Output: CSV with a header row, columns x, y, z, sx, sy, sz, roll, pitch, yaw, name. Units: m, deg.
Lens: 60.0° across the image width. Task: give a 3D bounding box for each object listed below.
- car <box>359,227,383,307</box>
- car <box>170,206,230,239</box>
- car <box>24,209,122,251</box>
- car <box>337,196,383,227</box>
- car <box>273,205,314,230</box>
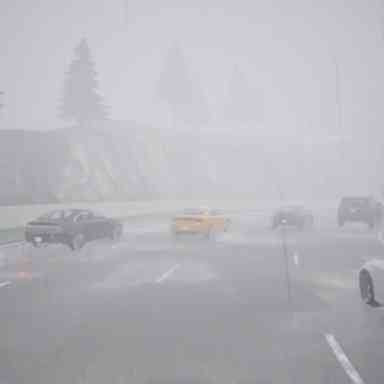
x,y,z,sx,sy,sz,roll,pitch,yaw,name
4.189,1.564,5.040,1.812,1.442,4.674,0,0,7,car
0.584,1.476,17.492,1.882,1.535,5.008,0,0,22,car
-4.659,1.441,13.874,2.128,1.511,4.902,0,0,16,car
11.891,1.326,23.447,2.150,2.045,5.566,0,0,36,car
6.667,1.581,21.799,1.812,1.442,4.674,0,0,30,car
